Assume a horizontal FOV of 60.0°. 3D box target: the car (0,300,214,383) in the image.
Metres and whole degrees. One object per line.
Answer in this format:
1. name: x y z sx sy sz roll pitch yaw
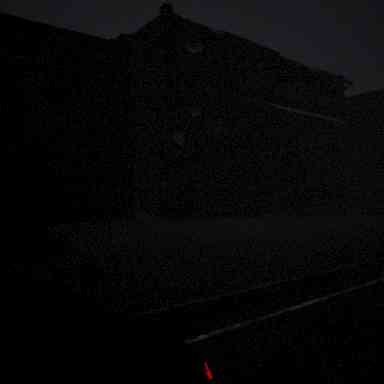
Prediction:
1. car: -1.805 1.561 2.094 4.181 1.385 1.994 1 0 -36
